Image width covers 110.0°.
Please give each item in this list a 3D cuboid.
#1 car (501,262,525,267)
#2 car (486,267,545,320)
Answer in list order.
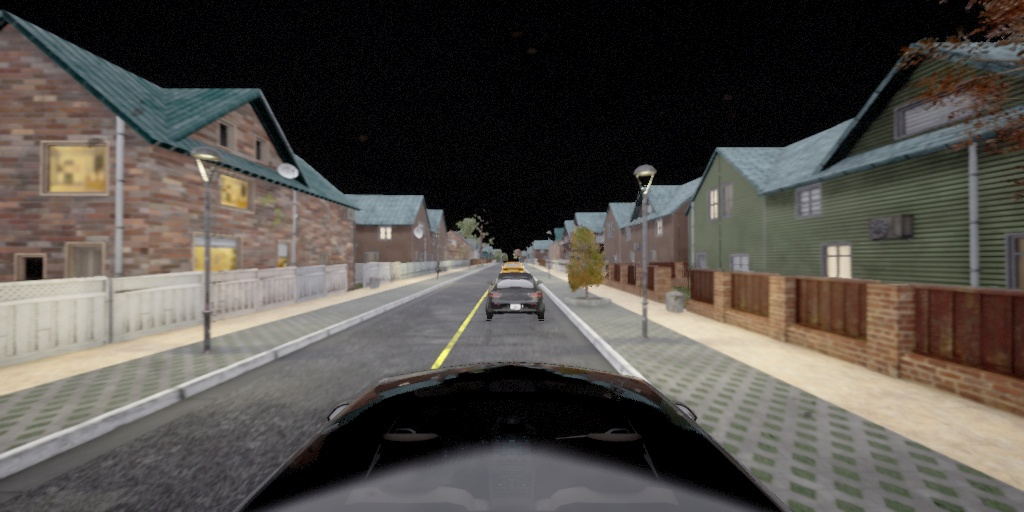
[{"bbox_3d":[0.096,1.256,30.830,1.882,1.535,5.008,0,0,0],"label":"car"},{"bbox_3d":[0.098,1.279,12.488,1.812,1.442,4.674,0,0,0],"label":"car"}]
